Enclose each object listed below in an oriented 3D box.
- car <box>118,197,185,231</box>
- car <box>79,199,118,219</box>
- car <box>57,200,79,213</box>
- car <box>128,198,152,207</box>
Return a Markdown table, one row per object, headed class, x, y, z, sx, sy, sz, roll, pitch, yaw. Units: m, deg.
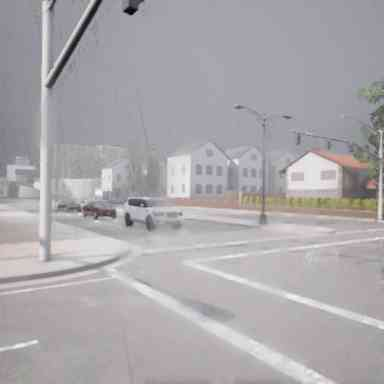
| class | x | y | z | sx | sy | sz | roll | pitch | yaw |
| --- | --- | --- | --- | --- | --- | --- | --- | --- | --- |
| car | -2.707 | 1.358 | 22.312 | 2.150 | 2.045 | 5.566 | 1 | -1 | -35 |
| car | -8.604 | 1.615 | 30.859 | 1.882 | 1.535 | 5.008 | 1 | 0 | -34 |
| car | -14.634 | 1.689 | 39.628 | 2.033 | 1.411 | 5.357 | 1 | -1 | -35 |
| car | -9.245 | 1.885 | 58.576 | 2.033 | 1.411 | 5.357 | 1 | -1 | -35 |
